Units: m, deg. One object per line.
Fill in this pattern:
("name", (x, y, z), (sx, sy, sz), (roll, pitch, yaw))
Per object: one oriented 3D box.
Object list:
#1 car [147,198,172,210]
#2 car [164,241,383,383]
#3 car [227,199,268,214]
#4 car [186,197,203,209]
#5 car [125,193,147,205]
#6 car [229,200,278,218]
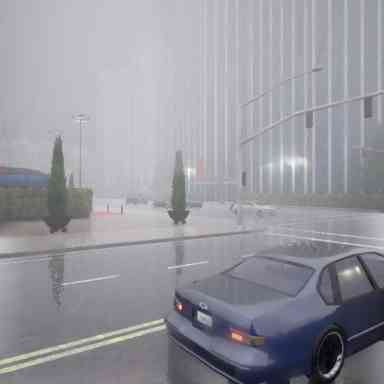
("car", (-3.406, 1.491, 43.441), (2.128, 1.511, 4.902), (0, 0, -36))
("car", (2.203, 1.547, 5.375), (5.357, 1.411, 2.033), (0, 0, -35))
("car", (6.029, 1.564, 36.386), (1.994, 1.385, 4.181), (0, 0, -36))
("car", (-0.541, 1.478, 45.450), (1.882, 1.535, 5.008), (0, 0, -36))
("car", (-9.770, 1.223, 58.264), (2.150, 2.045, 5.566), (0, 0, -35))
("car", (5.755, 1.526, 30.845), (1.812, 1.442, 4.674), (0, 0, -36))
